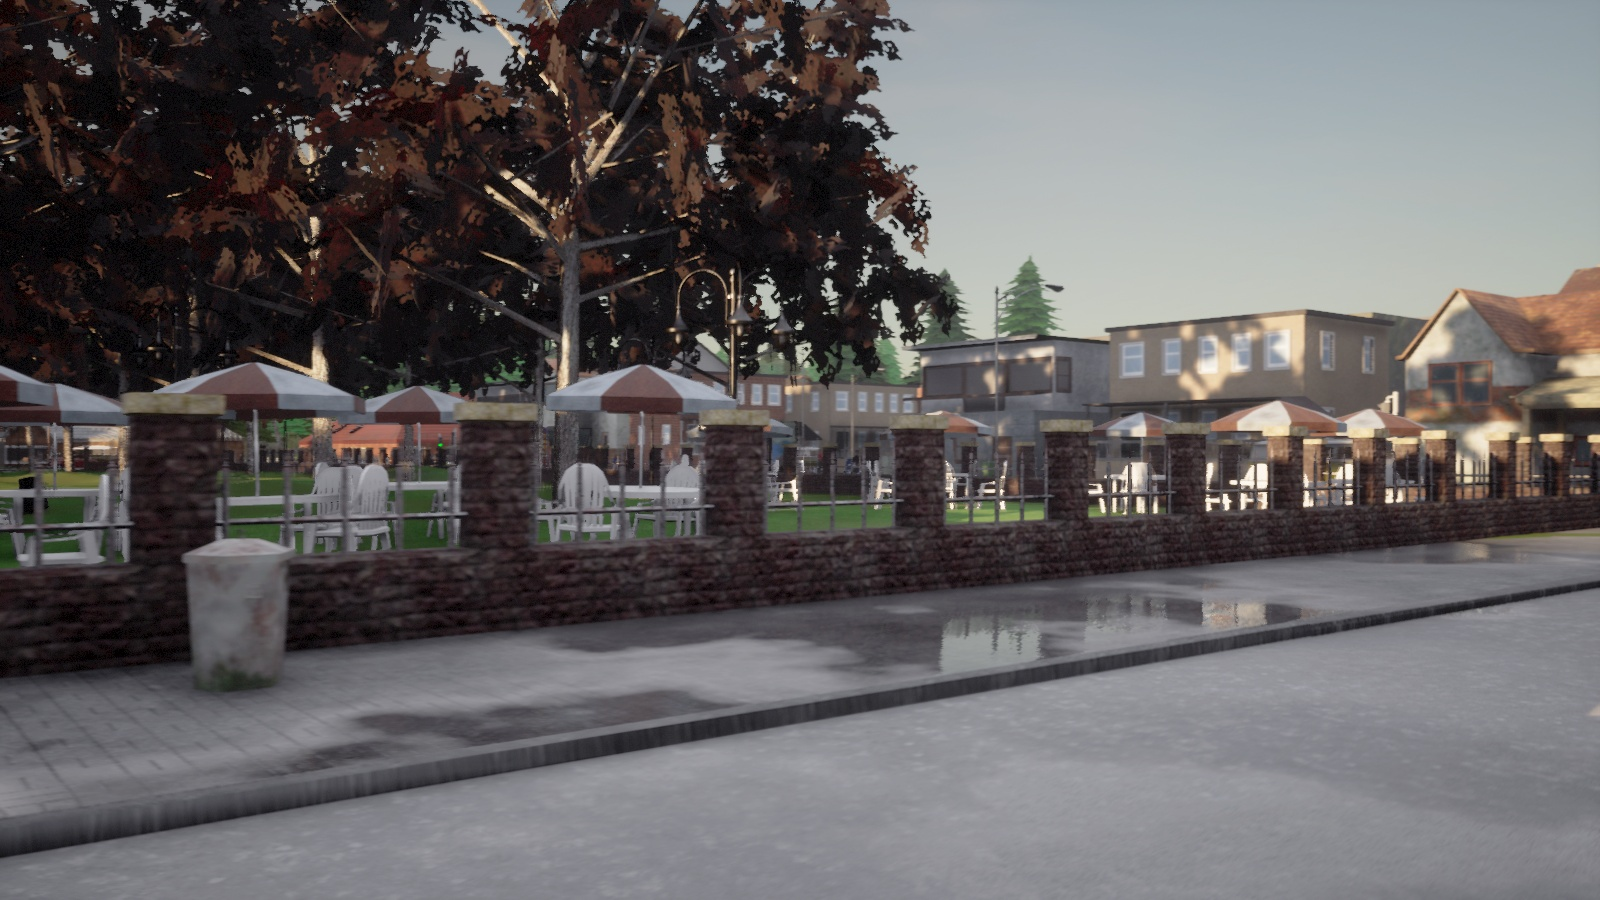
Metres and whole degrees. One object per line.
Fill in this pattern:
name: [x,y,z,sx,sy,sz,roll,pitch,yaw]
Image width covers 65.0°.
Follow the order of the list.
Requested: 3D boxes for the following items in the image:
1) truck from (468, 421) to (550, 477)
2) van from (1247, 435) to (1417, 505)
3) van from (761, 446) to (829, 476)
truck: [-21.168,-0.056,91.070,2.891,3.827,8.468,0,0,-34]
van: [16.098,0.589,38.216,1.775,1.987,4.442,0,0,-39]
van: [-0.350,0.771,88.146,4.480,2.038,2.069,0,0,-38]
